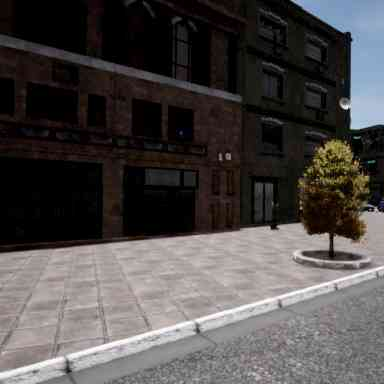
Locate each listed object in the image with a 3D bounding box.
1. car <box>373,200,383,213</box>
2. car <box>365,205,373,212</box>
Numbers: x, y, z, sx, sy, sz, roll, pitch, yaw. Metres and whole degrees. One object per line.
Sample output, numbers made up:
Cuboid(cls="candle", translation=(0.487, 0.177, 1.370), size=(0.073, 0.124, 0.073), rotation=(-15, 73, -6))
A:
Cuboid(cls="car", translation=(22.202, 1.381, 35.214), size=(2.097, 1.767, 4.553), rotation=(1, 0, -17))
Cuboid(cls="car", translation=(18.698, 1.567, 38.129), size=(1.947, 1.339, 4.313), rotation=(1, -1, -17))
